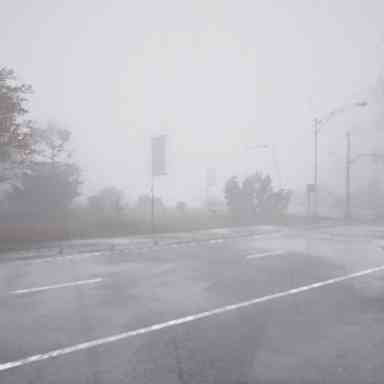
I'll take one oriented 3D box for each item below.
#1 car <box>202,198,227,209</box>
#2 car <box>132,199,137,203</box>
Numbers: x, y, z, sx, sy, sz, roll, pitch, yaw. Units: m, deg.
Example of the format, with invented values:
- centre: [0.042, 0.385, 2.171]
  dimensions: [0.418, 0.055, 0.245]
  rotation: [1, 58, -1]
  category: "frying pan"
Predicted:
- centre: [3.515, 1.563, 47.217]
  dimensions: [2.128, 1.511, 4.902]
  rotation: [0, 1, -39]
  category: "car"
- centre: [-12.537, 1.599, 67.267]
  dimensions: [1.812, 1.442, 4.674]
  rotation: [0, 0, -38]
  category: "car"
